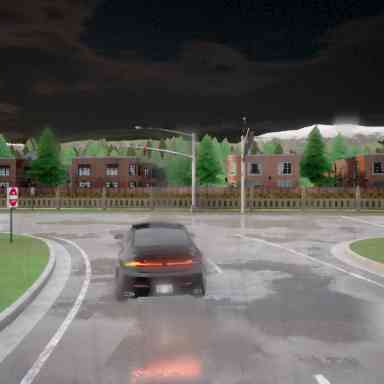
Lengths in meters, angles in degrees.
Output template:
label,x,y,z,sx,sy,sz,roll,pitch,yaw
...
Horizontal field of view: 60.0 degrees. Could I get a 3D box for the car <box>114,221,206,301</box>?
label,x,y,z,sx,sy,sz,roll,pitch,yaw
car,-0.888,1.505,8.418,1.837,1.490,4.892,0,0,-9
